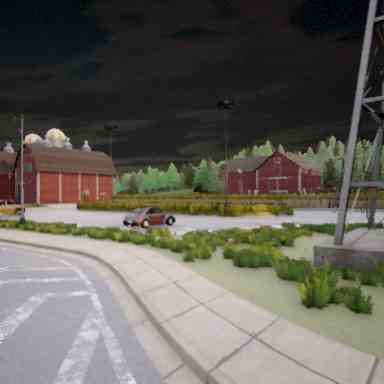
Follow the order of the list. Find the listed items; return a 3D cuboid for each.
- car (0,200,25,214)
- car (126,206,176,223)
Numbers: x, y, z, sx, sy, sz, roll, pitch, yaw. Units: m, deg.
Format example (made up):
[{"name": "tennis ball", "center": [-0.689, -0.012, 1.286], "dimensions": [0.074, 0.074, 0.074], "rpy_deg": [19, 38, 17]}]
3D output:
[{"name": "car", "center": [-21.017, 1.758, 36.839], "dimensions": [1.932, 1.855, 4.605], "rpy_deg": [-1, -1, 37]}, {"name": "car", "center": [-2.950, 1.719, 23.460], "dimensions": [1.784, 1.438, 3.905], "rpy_deg": [-1, -1, 37]}]
